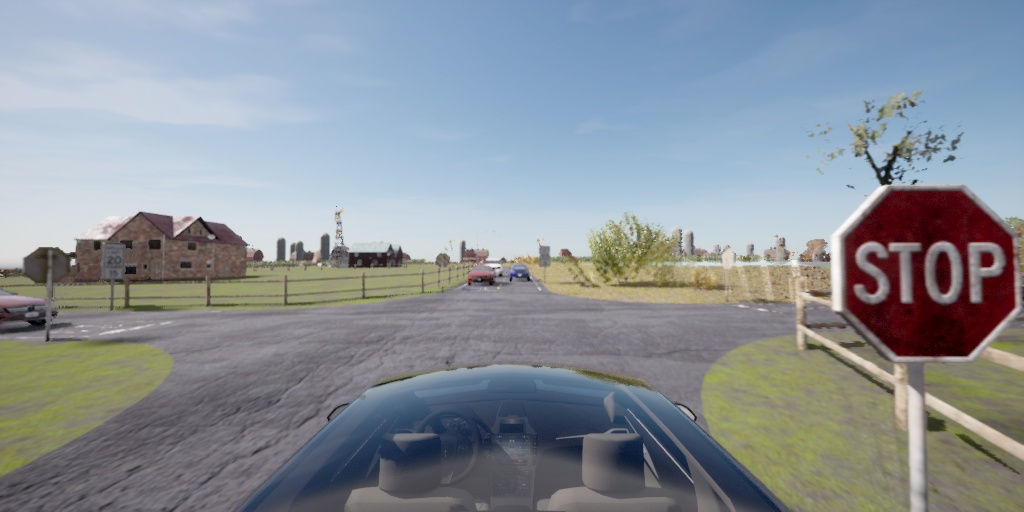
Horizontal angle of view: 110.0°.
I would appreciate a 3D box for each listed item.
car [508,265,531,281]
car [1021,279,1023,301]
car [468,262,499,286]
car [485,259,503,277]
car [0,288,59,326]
[{"bbox_3d":[0.723,1.546,34.104,1.812,1.442,4.674,0,-1,1],"label":"car"},{"bbox_3d":[16.251,1.191,13.598,5.357,1.411,2.033,-1,-2,0],"label":"car"},{"bbox_3d":[-2.333,1.459,28.431,1.882,1.535,5.008,0,0,1],"label":"car"},{"bbox_3d":[-2.193,1.315,41.093,2.150,2.045,5.566,0,-1,0],"label":"car"},{"bbox_3d":[-16.953,1.553,10.931,4.674,1.442,1.812,-1,-2,0],"label":"car"}]
